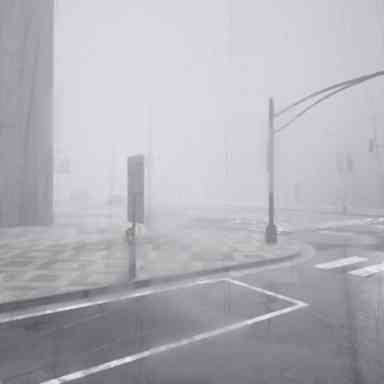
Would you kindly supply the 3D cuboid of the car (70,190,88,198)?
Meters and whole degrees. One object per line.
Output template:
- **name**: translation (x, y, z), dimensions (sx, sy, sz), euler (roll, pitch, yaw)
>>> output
- **car**: translation (-18.535, 0.389, 54.400), dimensions (2.097, 1.767, 4.553), euler (0, 1, -36)

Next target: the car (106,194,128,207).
- **car**: translation (-9.075, 1.052, 41.108), dimensions (2.128, 1.511, 4.902), euler (0, 1, -36)
